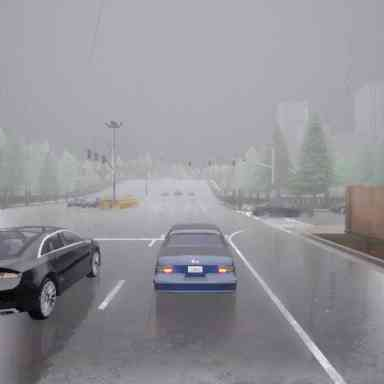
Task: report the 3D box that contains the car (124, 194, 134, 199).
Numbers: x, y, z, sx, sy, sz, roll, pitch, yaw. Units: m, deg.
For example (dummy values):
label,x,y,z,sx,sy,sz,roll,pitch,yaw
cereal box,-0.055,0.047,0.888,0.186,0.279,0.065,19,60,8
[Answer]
label,x,y,z,sx,sy,sz,roll,pitch,yaw
car,-14.123,1.214,72.941,2.097,1.767,4.553,0,1,0

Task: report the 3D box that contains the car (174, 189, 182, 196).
label,x,y,z,sx,sy,sz,roll,pitch,yaw
car,-3.726,0.096,89.504,2.097,1.767,4.553,0,7,0

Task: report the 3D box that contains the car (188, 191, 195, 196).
label,x,y,z,sx,sy,sz,roll,pitch,yaw
car,-0.226,0.336,89.528,1.895,1.301,4.718,0,7,0

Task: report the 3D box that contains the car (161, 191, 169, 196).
label,x,y,z,sx,sy,sz,roll,pitch,yaw
car,-7.226,0.331,89.539,1.895,1.301,4.718,0,7,0

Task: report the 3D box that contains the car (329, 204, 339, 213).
label,x,y,z,sx,sy,sz,roll,pitch,yaw
car,16.849,1.518,34.711,4.892,1.490,1.837,0,0,0

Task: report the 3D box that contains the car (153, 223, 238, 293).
label,x,y,z,sx,sy,sz,roll,pitch,yaw
car,0.071,1.551,8.973,2.033,1.411,5.357,0,0,0

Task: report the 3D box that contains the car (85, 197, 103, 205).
label,x,y,z,sx,sy,sz,roll,pitch,yaw
car,-17.616,1.586,60.178,1.994,1.385,4.181,0,0,0

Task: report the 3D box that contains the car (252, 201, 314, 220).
label,x,y,z,sx,sy,sz,roll,pitch,yaw
car,7.486,1.488,27.598,5.008,1.535,1.882,0,0,2

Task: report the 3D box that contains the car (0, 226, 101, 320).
label,x,y,z,sx,sy,sz,roll,pitch,yaw
car,-3.436,1.494,7.299,2.128,1.511,4.902,0,0,0

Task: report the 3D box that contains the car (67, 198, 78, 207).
label,x,y,z,sx,sy,sz,roll,pitch,yaw
car,-17.632,1.620,51.364,1.895,1.301,4.718,0,0,0

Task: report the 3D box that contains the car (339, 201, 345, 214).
label,x,y,z,sx,sy,sz,roll,pitch,yaw
car,16.554,1.575,31.209,4.181,1.385,1.994,0,0,0

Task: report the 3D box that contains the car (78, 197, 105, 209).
label,x,y,z,sx,sy,sz,roll,pitch,yaw
car,-14.080,1.543,46.932,1.812,1.442,4.674,0,0,-2

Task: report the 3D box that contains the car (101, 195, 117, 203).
label,x,y,z,sx,sy,sz,roll,pitch,yaw
car,-17.608,1.451,70.504,2.128,1.511,4.902,0,1,0

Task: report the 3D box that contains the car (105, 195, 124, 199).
label,x,y,z,sx,sy,sz,roll,pitch,yaw
car,-14.124,1.500,59.926,1.882,1.535,5.008,0,0,0
